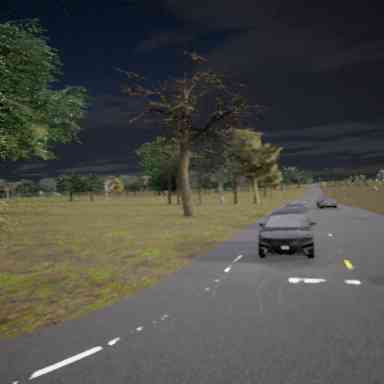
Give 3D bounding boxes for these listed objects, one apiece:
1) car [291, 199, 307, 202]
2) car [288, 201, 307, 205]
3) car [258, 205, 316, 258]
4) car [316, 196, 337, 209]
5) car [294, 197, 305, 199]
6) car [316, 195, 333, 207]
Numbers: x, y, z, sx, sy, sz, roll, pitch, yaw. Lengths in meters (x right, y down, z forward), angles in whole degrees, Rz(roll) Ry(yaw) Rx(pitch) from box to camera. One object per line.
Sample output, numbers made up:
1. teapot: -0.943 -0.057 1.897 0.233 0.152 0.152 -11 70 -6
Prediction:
1. car: 10.070 1.618 31.941 1.895 1.301 4.718 -3 -1 19
2. car: 6.779 1.582 22.075 1.994 1.385 4.181 -3 -1 18
3. car: 3.781 1.518 13.098 1.882 1.535 5.008 -3 -1 18
4. car: 17.490 1.470 42.764 1.994 1.385 4.181 -3 -1 19
5. car: 14.985 1.453 46.430 2.097 1.767 4.553 -3 -1 19
6. car: 19.984 1.341 50.347 2.097 1.767 4.553 -3 -2 18
